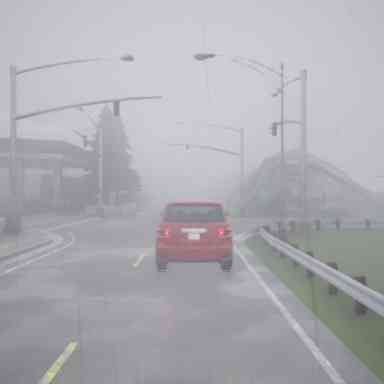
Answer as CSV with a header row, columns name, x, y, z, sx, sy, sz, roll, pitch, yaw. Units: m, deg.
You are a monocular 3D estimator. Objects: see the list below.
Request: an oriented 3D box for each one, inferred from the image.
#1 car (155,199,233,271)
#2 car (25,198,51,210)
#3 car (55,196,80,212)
name,x,y,z,sx,sy,sz,roll,pitch,yaw
car,0.079,1.238,11.087,2.150,2.045,5.566,0,0,1
car,-20.241,1.555,43.439,2.242,1.667,4.611,0,0,-1
car,-14.534,1.380,39.162,1.905,1.878,3.866,0,0,-1
